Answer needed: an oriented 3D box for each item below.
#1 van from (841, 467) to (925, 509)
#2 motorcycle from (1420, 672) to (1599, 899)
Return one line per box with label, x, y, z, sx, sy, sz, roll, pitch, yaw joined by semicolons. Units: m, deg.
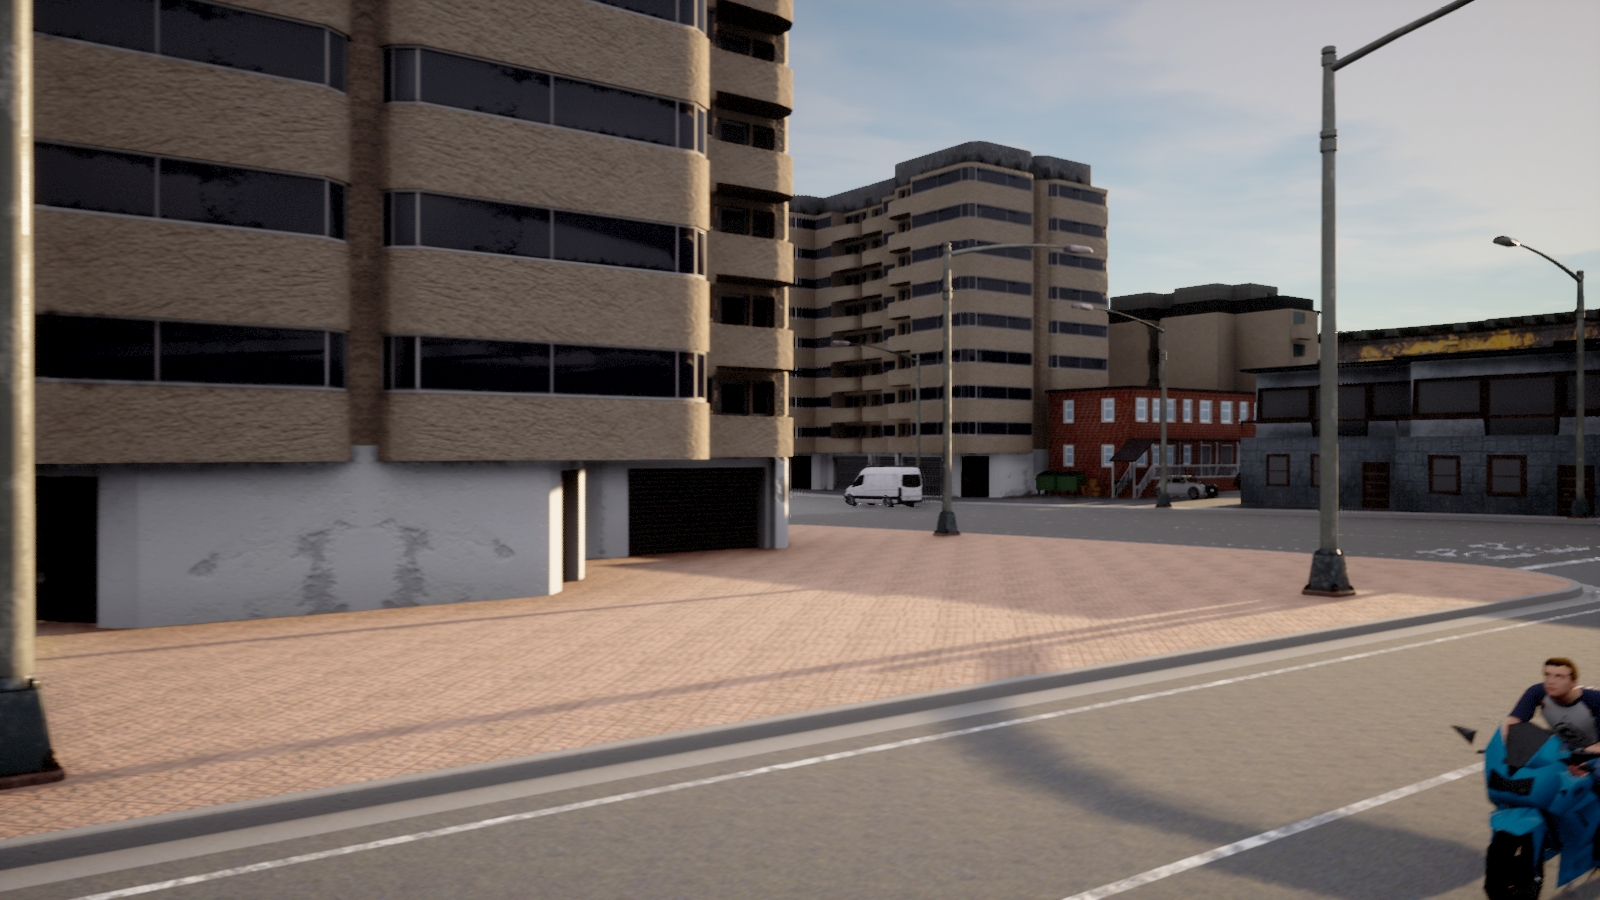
van;5.242;2.381;73.249;1.988;2.561;5.915;0;-1;-36
motorcycle;4.805;2.176;7.153;2.033;1.224;0.803;0;0;-35
